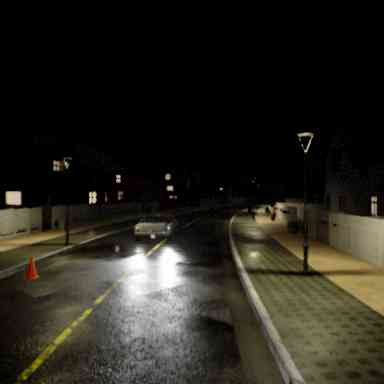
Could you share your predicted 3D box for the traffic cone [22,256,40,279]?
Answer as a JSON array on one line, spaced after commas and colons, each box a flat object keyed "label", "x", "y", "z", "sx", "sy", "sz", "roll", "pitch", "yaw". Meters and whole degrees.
[{"label": "traffic cone", "x": -4.380, "y": 2.049, "z": 9.079, "sx": 0.340, "sy": 0.580, "sz": 0.340, "roll": 0, "pitch": -1, "yaw": 3}]

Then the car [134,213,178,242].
[{"label": "car", "x": -1.776, "y": 1.787, "z": 17.654, "sx": 1.895, "sy": 1.301, "sz": 4.718, "roll": 0, "pitch": -1, "yaw": 1}]
